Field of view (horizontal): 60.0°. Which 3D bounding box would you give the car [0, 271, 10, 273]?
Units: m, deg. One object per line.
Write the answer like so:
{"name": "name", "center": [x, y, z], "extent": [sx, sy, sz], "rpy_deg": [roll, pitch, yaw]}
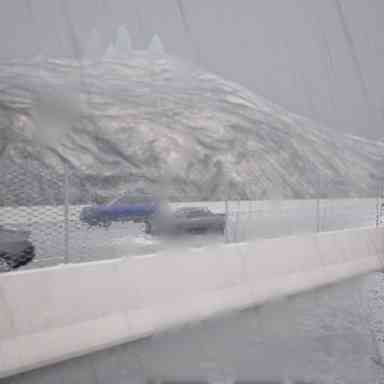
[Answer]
{"name": "car", "center": [-6.451, 1.494, 7.990], "extent": [4.902, 1.511, 2.128], "rpy_deg": [0, 0, -35]}
